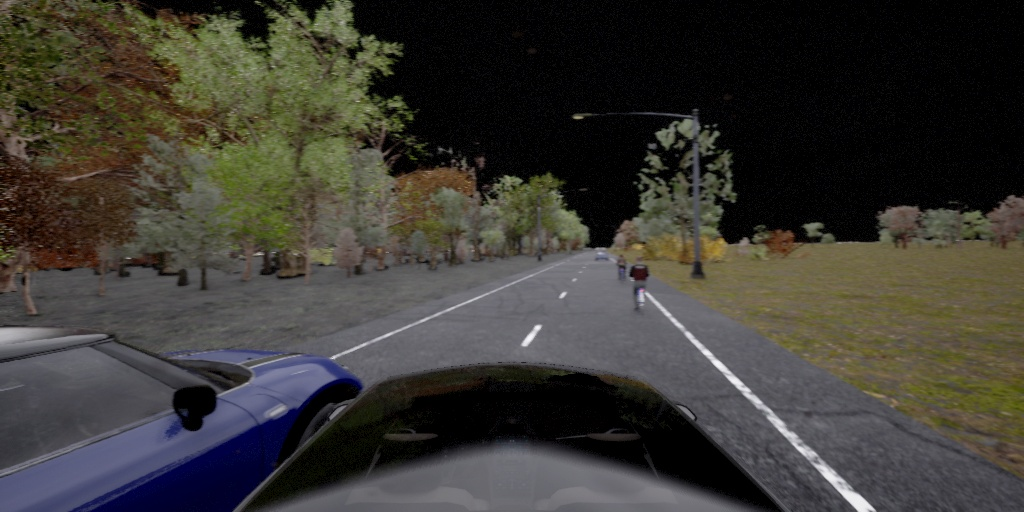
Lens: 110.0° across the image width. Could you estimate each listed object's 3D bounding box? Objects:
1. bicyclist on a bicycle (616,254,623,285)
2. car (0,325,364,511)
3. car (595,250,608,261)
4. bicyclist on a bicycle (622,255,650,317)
[{"bbox_3d":[5.913,0.737,19.325,0.582,1.620,1.656,-1,1,14],"label":"bicyclist on a bicycle"},{"bbox_3d":[-2.856,1.167,1.872,2.097,1.767,4.553,-1,1,14],"label":"car"},{"bbox_3d":[13.905,-0.024,55.613,2.033,1.411,5.357,-1,1,14],"label":"car"},{"bbox_3d":[3.822,0.862,10.791,0.659,1.776,1.843,-1,1,14],"label":"bicyclist on a bicycle"}]
